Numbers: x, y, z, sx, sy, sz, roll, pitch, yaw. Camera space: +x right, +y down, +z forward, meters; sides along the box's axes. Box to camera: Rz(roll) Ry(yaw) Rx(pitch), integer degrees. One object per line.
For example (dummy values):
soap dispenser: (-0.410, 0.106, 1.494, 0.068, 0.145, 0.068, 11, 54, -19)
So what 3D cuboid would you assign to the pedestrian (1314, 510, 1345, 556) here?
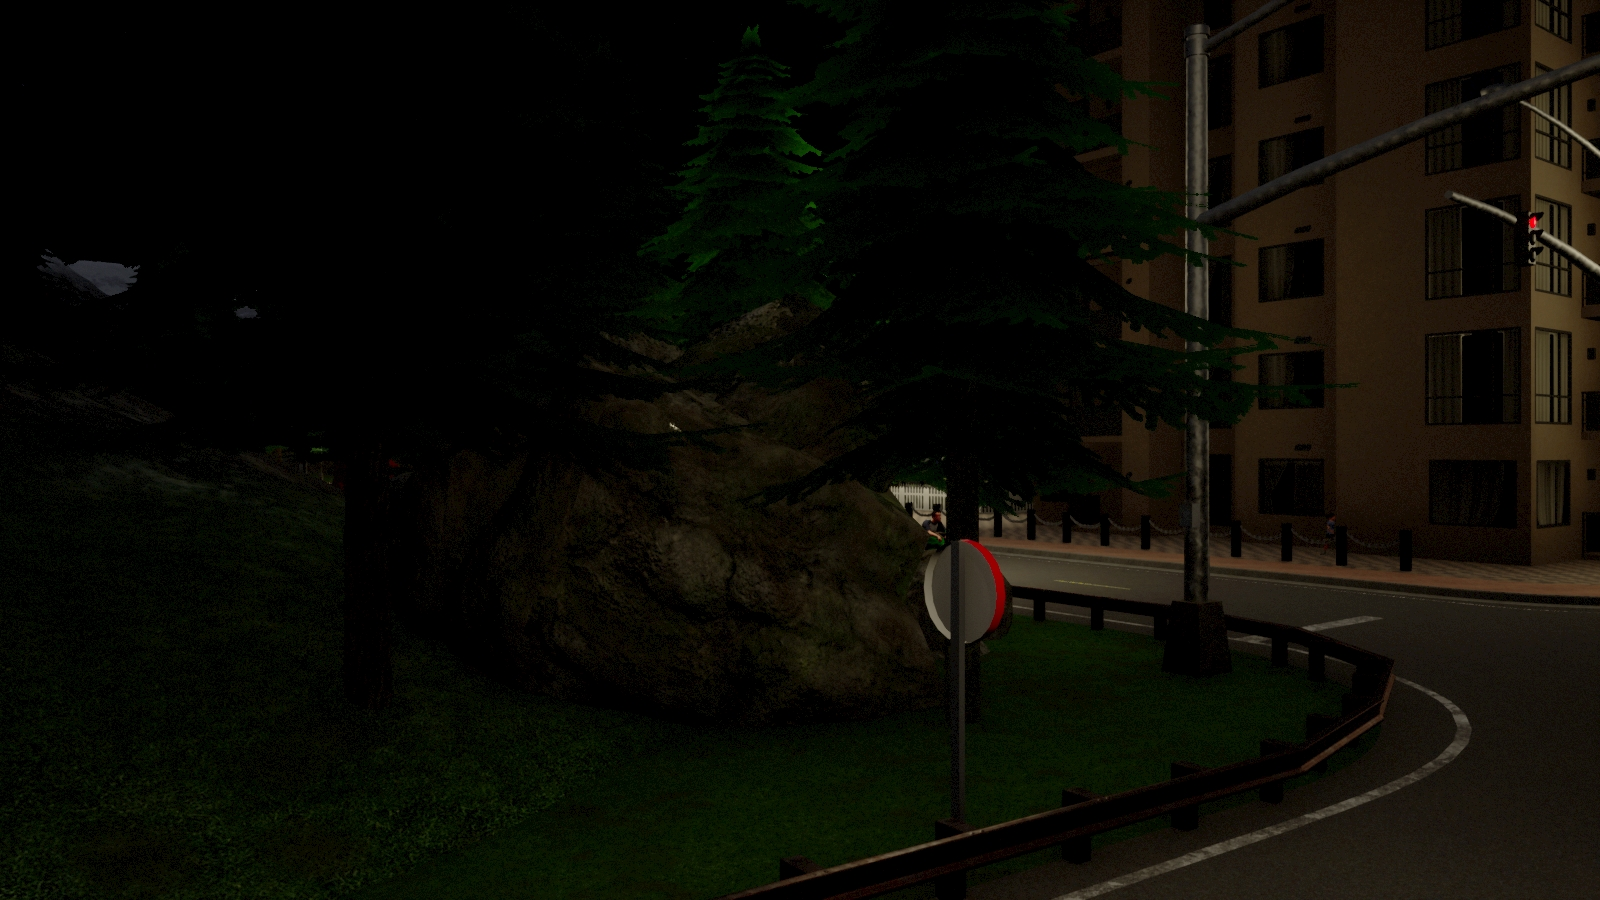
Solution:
pedestrian: (13.193, 2.057, 28.478, 0.500, 1.100, 0.500, 0, 0, -33)
